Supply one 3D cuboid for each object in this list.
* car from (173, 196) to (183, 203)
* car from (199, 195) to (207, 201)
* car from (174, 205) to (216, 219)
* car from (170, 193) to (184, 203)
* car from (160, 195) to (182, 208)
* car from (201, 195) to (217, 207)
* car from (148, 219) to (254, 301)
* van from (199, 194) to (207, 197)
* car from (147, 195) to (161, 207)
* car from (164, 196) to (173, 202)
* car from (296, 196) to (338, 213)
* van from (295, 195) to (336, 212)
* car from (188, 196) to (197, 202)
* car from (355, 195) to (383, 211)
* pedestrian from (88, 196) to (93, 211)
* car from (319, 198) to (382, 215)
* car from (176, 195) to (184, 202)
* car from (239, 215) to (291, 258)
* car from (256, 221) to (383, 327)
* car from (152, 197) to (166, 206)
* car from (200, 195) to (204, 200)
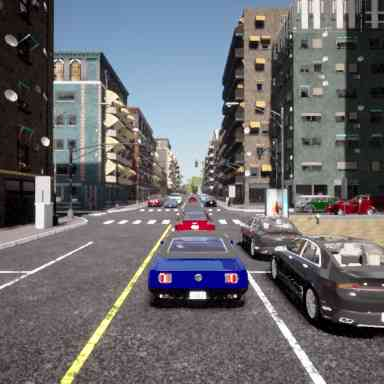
[{"bbox_3d":[-2.850,1.591,68.615,1.994,1.385,4.181,0,0,0],"label":"car"},{"bbox_3d":[2.909,1.581,89.686,1.887,1.381,4.507,1,0,0],"label":"car"},{"bbox_3d":[0.135,1.569,17.174,1.994,1.385,4.181,0,0,0],"label":"car"},{"bbox_3d":[-2.942,1.244,58.673,2.150,2.045,5.566,0,0,1],"label":"car"},{"bbox_3d":[-2.990,1.565,48.672,2.033,1.411,5.357,0,0,1],"label":"car"},{"bbox_3d":[2.818,1.585,50.688,1.947,1.339,4.313,1,0,0],"label":"car"},{"bbox_3d":[0.119,1.603,8.311,1.895,1.301,4.718,0,0,0],"label":"car"},{"bbox_3d":[2.885,1.373,78.545,1.690,1.788,3.998,1,0,0],"label":"van"},{"bbox_3d":[-5.558,1.334,50.748,2.192,1.841,5.009,1,0,0],"label":"car"},{"bbox_3d":[-5.497,1.597,78.603,1.947,1.339,4.313,1,0,0],"label":"car"},{"bbox_3d":[13.415,1.272,34.904,4.553,1.767,2.097,0,-1,1],"label":"car"},{"bbox_3d":[13.850,1.296,37.483,3.998,1.788,1.690,0,0,1],"label":"van"},{"bbox_3d":[0.172,1.554,74.562,1.812,1.442,4.674,0,0,0],"label":"car"},{"bbox_3d":[19.377,1.228,37.431,5.009,1.841,2.192,0,0,1],"label":"car"},{"bbox_3d":[-12.435,1.347,40.688,0.375,1.860,0.375,0,0,1],"label":"pedestrian"},{"bbox_3d":[13.770,1.413,29.101,4.206,1.307,1.802,0,0,1],"label":"car"},{"bbox_3d":[-2.817,1.532,79.024,1.837,1.490,4.892,0,0,0],"label":"car"},{"bbox_3d":[2.859,1.555,12.495,2.008,1.369,4.403,1,0,0],"label":"car"},{"bbox_3d":[2.846,1.553,6.925,2.008,1.369,4.403,1,0,0],"label":"car"},{"bbox_3d":[-5.549,1.566,56.319,1.887,1.381,4.507,1,0,0],"label":"car"},{"bbox_3d":[2.831,1.603,56.259,1.802,1.307,4.206,1,0,0],"label":"car"}]
